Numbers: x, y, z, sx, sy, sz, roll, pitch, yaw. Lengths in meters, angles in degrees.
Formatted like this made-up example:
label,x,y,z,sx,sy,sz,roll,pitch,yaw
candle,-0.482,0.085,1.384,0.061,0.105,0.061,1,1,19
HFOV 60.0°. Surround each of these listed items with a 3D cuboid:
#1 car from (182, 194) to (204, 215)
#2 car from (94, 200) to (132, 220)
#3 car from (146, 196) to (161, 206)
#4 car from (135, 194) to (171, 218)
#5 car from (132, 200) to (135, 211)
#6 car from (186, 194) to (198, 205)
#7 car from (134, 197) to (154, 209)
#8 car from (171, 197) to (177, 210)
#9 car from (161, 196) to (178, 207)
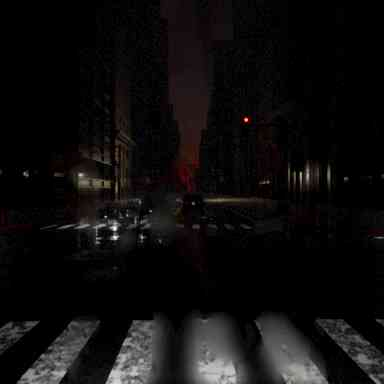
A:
label,x,y,z,sx,sy,sz,roll,pitch,yaw
car,0.105,1.209,34.522,2.150,2.045,5.566,0,0,0
car,-6.622,1.592,27.848,1.895,1.301,4.718,0,0,1
car,-6.567,1.511,57.027,2.033,1.411,5.357,0,0,0
car,-3.353,1.211,29.894,2.150,2.045,5.566,0,0,0
car,-6.604,1.586,36.964,1.895,1.301,4.718,0,0,0
car,0.084,1.309,60.263,2.097,1.767,4.553,0,0,0
car,-6.598,1.469,46.372,2.128,1.511,4.902,0,0,0
car,-3.352,1.474,39.988,2.128,1.511,4.902,0,0,0
car,-3.339,1.465,50.410,2.128,1.511,4.902,0,0,0
